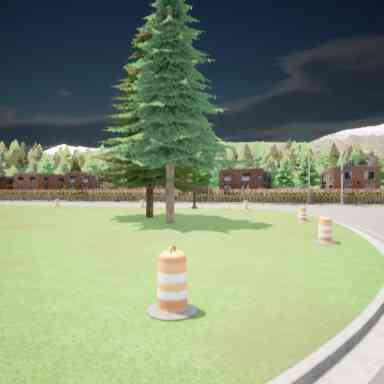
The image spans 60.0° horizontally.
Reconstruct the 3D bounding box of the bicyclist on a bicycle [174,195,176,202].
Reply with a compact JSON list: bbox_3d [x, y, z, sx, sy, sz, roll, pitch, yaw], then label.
[{"bbox_3d":[-3.356,1.272,62.477,0.582,1.620,1.656,0,0,18],"label":"bicyclist on a bicycle"}]
